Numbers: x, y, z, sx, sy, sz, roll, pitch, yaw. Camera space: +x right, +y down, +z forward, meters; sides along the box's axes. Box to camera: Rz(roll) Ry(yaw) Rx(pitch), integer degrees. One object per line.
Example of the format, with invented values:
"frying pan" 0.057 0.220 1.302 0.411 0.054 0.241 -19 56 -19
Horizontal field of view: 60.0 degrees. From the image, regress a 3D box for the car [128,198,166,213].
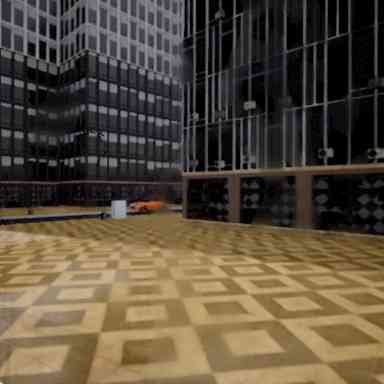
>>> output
"car" -5.265 1.459 39.131 2.097 1.767 4.553 0 0 43
